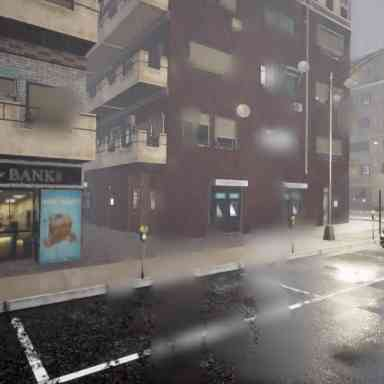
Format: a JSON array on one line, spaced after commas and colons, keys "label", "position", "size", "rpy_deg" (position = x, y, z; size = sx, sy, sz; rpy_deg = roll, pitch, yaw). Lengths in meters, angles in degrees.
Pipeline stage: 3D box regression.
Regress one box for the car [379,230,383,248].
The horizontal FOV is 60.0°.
[{"label": "car", "position": [9.106, 1.554, 13.147], "size": [4.403, 1.369, 2.008], "rpy_deg": [0, 1, -35]}]
